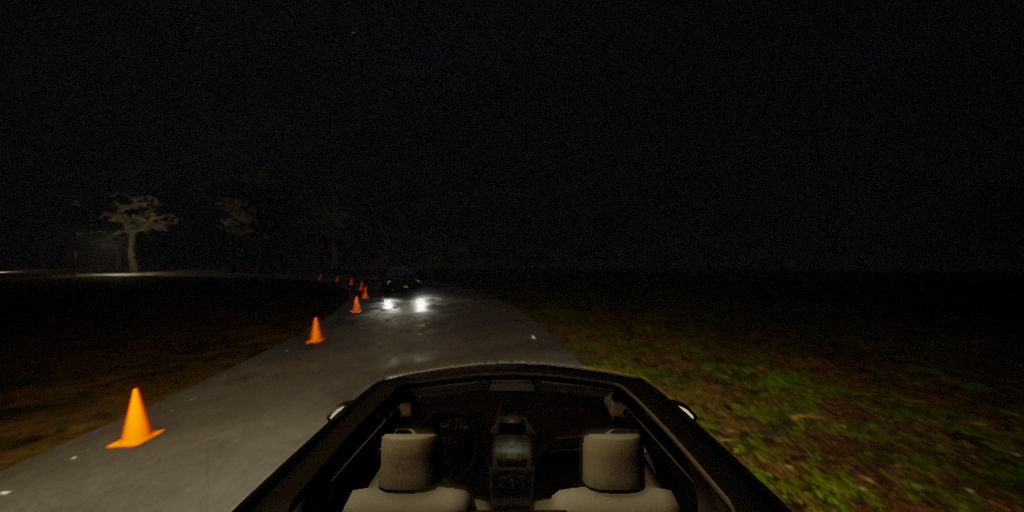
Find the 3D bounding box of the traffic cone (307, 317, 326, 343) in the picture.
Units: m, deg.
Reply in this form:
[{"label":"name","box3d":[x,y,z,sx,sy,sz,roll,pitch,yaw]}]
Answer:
[{"label":"traffic cone","box3d":[-4.831,1.803,8.866,0.340,0.580,0.340,0,0,-9]}]

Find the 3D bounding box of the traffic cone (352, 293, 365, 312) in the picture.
[{"label":"traffic cone","box3d":[-5.829,1.793,13.484,0.340,0.580,0.340,0,0,-15]}]

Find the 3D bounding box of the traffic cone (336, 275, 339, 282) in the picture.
[{"label":"traffic cone","box3d":[-14.623,1.892,30.054,0.340,0.580,0.340,0,0,-41]}]

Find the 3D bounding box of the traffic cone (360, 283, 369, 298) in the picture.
[{"label":"traffic cone","box3d":[-7.328,1.798,17.965,0.340,0.580,0.340,0,0,-22]}]

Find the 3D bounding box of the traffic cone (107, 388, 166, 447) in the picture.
[{"label":"traffic cone","box3d":[-4.347,1.830,4.165,0.340,0.580,0.340,0,0,-3]}]

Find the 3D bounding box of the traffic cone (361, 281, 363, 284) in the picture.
[{"label":"traffic cone","box3d":[-9.310,1.818,22.255,0.340,0.580,0.340,0,0,-28]}]

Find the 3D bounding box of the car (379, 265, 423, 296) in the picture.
[{"label":"car","box3d":[-6.323,1.274,20.132,1.882,1.535,5.008,-1,0,-25]}]

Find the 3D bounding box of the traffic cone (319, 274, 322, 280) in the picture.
[{"label":"traffic cone","box3d":[-17.889,1.943,33.468,0.340,0.580,0.340,0,0,43]}]

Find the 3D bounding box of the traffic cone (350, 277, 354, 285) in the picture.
[{"label":"traffic cone","box3d":[-11.752,1.849,26.301,0.340,0.580,0.340,0,0,-34]}]
